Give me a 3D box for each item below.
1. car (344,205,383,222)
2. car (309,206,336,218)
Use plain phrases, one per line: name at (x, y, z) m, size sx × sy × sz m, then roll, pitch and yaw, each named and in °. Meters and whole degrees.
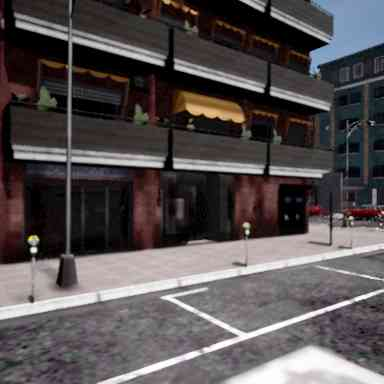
car at (17.002, 1.962, 32.481) m, size 1.967 × 1.590 × 4.097 m, roll 0°, pitch -1°, yaw -35°
car at (13.812, 2.172, 37.018) m, size 1.802 × 1.307 × 4.206 m, roll 0°, pitch -1°, yaw -35°
